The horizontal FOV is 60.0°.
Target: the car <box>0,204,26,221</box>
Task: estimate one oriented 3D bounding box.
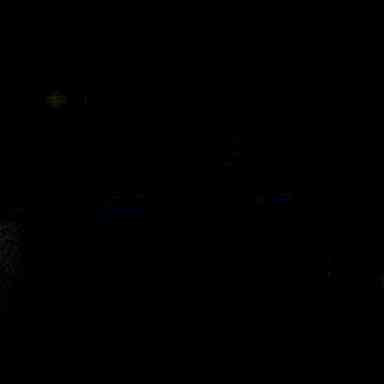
[{"bbox_3d":[-14.814,1.502,24.424,1.752,1.417,4.829,-1,0,35],"label":"car"}]

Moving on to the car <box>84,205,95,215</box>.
[{"bbox_3d":[-8.597,1.489,33.195,1.887,1.381,4.507,-1,0,35],"label":"car"}]

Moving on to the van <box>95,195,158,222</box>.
[{"bbox_3d":[-4.637,1.171,24.041,1.690,1.788,3.998,-1,0,35],"label":"van"}]

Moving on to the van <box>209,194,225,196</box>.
[{"bbox_3d":[3.624,1.229,50.463,1.690,1.788,3.998,-1,0,35],"label":"van"}]

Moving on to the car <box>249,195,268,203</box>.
[{"bbox_3d":[12.696,1.376,63.274,1.752,1.417,4.829,-1,0,35],"label":"car"}]

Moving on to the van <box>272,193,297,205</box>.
[{"bbox_3d":[14.129,1.085,50.550,1.690,1.788,3.998,-1,0,35],"label":"van"}]

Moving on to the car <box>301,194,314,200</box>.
[{"bbox_3d":[30.991,1.335,89.118,2.008,1.369,4.403,-1,0,35],"label":"car"}]

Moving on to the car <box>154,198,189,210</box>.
[{"bbox_3d":[-2.485,1.466,41.828,2.008,1.369,4.403,-1,0,35],"label":"car"}]

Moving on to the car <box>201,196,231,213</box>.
[{"bbox_3d":[1.621,1.344,32.876,1.887,1.381,4.507,-1,0,35],"label":"car"}]

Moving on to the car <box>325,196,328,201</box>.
[{"bbox_3d":[26.643,1.260,68.222,1.947,1.339,4.313,-1,0,35],"label":"car"}]

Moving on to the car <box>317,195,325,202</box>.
[{"bbox_3d":[23.613,1.231,63.942,1.752,1.417,4.829,-1,0,35],"label":"car"}]

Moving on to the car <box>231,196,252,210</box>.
[{"bbox_3d":[4.749,1.367,37.295,1.802,1.307,4.206,-1,0,35],"label":"car"}]

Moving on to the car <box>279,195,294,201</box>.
[{"bbox_3d":[21.554,1.368,75.787,2.008,1.369,4.403,-1,0,35],"label":"car"}]

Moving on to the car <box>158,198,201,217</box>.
[{"bbox_3d":[-1.507,1.381,28.458,1.947,1.339,4.313,-1,0,35],"label":"car"}]

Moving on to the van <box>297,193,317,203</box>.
[{"bbox_3d":[20.385,1.059,59.387,1.690,1.788,3.998,-1,0,35],"label":"van"}]

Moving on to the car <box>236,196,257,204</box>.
[{"bbox_3d":[9.738,1.428,59.095,1.947,1.339,4.313,-1,0,35],"label":"car"}]

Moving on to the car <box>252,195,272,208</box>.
[{"bbox_3d":[7.876,1.321,41.712,2.008,1.369,4.403,-1,0,35],"label":"car"}]

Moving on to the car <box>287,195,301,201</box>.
[{"bbox_3d":[24.700,1.351,80.230,1.887,1.381,4.507,-1,0,35],"label":"car"}]

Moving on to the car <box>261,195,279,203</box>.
[{"bbox_3d":[15.850,1.389,67.729,2.008,1.369,4.403,-1,0,35],"label":"car"}]
